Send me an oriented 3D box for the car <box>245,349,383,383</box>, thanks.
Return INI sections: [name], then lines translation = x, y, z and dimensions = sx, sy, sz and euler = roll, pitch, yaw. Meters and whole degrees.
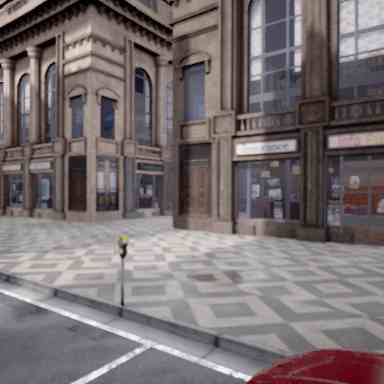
[car]
translation = 2.243, 1.546, 1.361
dimensions = 4.507, 1.381, 1.887
euler = 0, 0, 35
